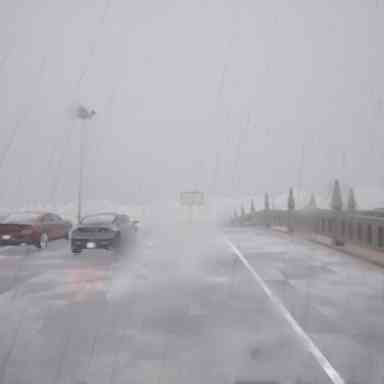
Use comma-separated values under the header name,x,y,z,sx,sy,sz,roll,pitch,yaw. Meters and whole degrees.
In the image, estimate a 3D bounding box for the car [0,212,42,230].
name,x,y,z,sx,sy,sz,roll,pitch,yaw
car,-14.105,2.316,26.785,1.895,1.301,4.718,0,-4,0

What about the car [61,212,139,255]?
name,x,y,z,sx,sy,sz,roll,pitch,yaw
car,-3.405,1.587,13.644,1.837,1.490,4.892,0,-1,0

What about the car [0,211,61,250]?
name,x,y,z,sx,sy,sz,roll,pitch,yaw
car,-6.904,1.590,14.861,1.882,1.535,5.008,0,-1,0

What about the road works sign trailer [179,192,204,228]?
name,x,y,z,sx,sy,sz,roll,pitch,yaw
road works sign trailer,-0.008,1.775,33.444,2.380,3.560,2.880,0,-6,0
